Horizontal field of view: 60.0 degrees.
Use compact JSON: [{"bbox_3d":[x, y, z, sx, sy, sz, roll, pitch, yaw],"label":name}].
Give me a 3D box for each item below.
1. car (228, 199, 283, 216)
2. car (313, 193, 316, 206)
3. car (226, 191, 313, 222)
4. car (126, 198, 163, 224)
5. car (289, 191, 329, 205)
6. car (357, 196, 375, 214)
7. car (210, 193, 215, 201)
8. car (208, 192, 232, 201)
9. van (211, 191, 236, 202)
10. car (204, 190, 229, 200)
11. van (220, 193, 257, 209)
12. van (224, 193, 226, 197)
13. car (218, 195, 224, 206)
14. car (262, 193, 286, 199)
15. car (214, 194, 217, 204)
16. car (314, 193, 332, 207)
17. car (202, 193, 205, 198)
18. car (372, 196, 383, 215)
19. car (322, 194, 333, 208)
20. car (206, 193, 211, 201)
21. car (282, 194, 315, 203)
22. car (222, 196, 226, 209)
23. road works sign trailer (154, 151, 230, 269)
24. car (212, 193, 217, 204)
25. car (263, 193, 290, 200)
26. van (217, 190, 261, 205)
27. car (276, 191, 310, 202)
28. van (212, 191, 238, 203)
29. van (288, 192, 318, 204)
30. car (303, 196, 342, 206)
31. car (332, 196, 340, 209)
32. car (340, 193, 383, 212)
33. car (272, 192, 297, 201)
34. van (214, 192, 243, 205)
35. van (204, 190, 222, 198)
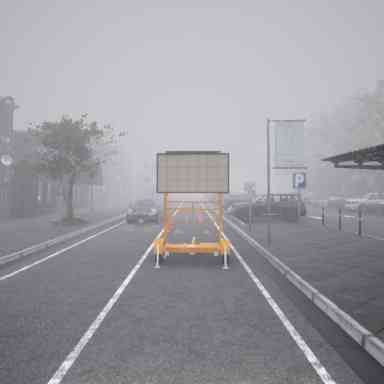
[{"bbox_3d":[5.703,1.405,30.503,4.674,1.452,2.002,0,0,0],"label":"car"},{"bbox_3d":[18.717,1.309,45.224,4.792,1.488,2.163,0,1,0],"label":"car"},{"bbox_3d":[5.685,1.142,24.894,5.566,2.045,2.435,0,0,0],"label":"car"},{"bbox_3d":[-3.271,1.266,23.544,2.097,1.767,4.553,0,0,0],"label":"car"},{"bbox_3d":[18.756,0.941,53.556,5.566,2.045,2.435,0,1,0],"label":"car"},{"bbox_3d":[18.783,1.362,31.347,5.008,1.535,2.097,0,0,0],"label":"car"},{"bbox_3d":[5.662,1.230,50.131,4.892,1.521,2.231,0,1,0],"label":"car"},{"bbox_3d":[5.648,0.893,66.951,4.553,1.767,2.185,0,1,0],"label":"car"},{"bbox_3d":[5.747,0.865,61.344,4.442,1.987,1.878,0,1,0],"label":"van"},{"bbox_3d":[5.570,0.659,75.359,5.566,2.045,2.435,0,1,0],"label":"car"},{"bbox_3d":[5.791,1.077,41.716,4.442,1.987,1.878,0,0,0],"label":"van"},{"bbox_3d":[5.811,1.125,33.305,4.442,1.987,1.878,0,0,0],"label":"van"},{"bbox_3d":[5.682,1.337,36.109,5.008,1.535,2.097,0,0,0],"label":"car"},{"bbox_3d":[18.682,0.908,75.763,4.892,1.521,2.231,0,1,0],"label":"car"},{"bbox_3d":[5.698,1.313,44.521,4.792,1.488,2.163,0,0,0],"label":"car"},{"bbox_3d":[18.938,1.296,42.452,5.366,1.575,1.946,0,0,0],"label":"car"},{"bbox_3d":[5.576,0.696,72.556,5.566,2.045,2.435,0,1,0],"label":"car"},{"bbox_3d":[18.790,1.375,28.571,5.008,1.535,2.097,0,0,0],"label":"car"},{"bbox_3d":[18.754,1.317,39.675,5.008,1.535,2.097,0,0,0],"label":"car"},{"bbox_3d":[5.615,0.912,55.736,5.566,2.045,2.435,0,1,0],"label":"car"},{"bbox_3d":[18.901,1.118,59.109,5.366,1.575,1.946,0,1,0],"label":"car"},{"bbox_3d":[5.522,1.376,27.699,5.366,1.575,1.946,0,0,0],"label":"car"},{"bbox_3d":[0.037,0.441,11.123,2.380,3.560,2.880,0,0,2],"label":"road works sign trailer"},{"bbox_3d":[5.659,1.298,47.329,4.674,1.452,2.002,0,1,0],"label":"car"},{"bbox_3d":[18.498,0.940,72.986,5.366,1.575,1.946,0,1,0],"label":"car"},{"bbox_3d":[5.565,1.096,38.914,4.442,1.987,1.878,0,0,0],"label":"van"},{"bbox_3d":[18.737,0.834,61.882,5.566,2.045,2.435,0,1,0],"label":"car"},{"bbox_3d":[5.753,0.901,58.541,4.442,1.987,1.878,0,1,0],"label":"van"},{"bbox_3d":[18.838,0.931,56.332,4.442,1.987,1.878,0,1,0],"label":"van"},{"bbox_3d":[18.769,1.281,48.007,4.792,1.488,2.163,0,1,0],"label":"car"},{"bbox_3d":[18.760,1.335,36.897,4.892,1.521,2.231,0,0,0],"label":"car"},{"bbox_3d":[18.743,1.097,34.121,5.566,2.045,2.435,0,0,0],"label":"car"},{"bbox_3d":[18.727,0.888,67.436,4.553,1.767,2.185,0,1,0],"label":"car"},{"bbox_3d":[5.766,0.973,52.937,4.442,1.987,1.878,0,1,0],"label":"van"},{"bbox_3d":[5.456,0.541,86.571,4.442,1.987,1.878,0,1,0],"label":"van"}]
